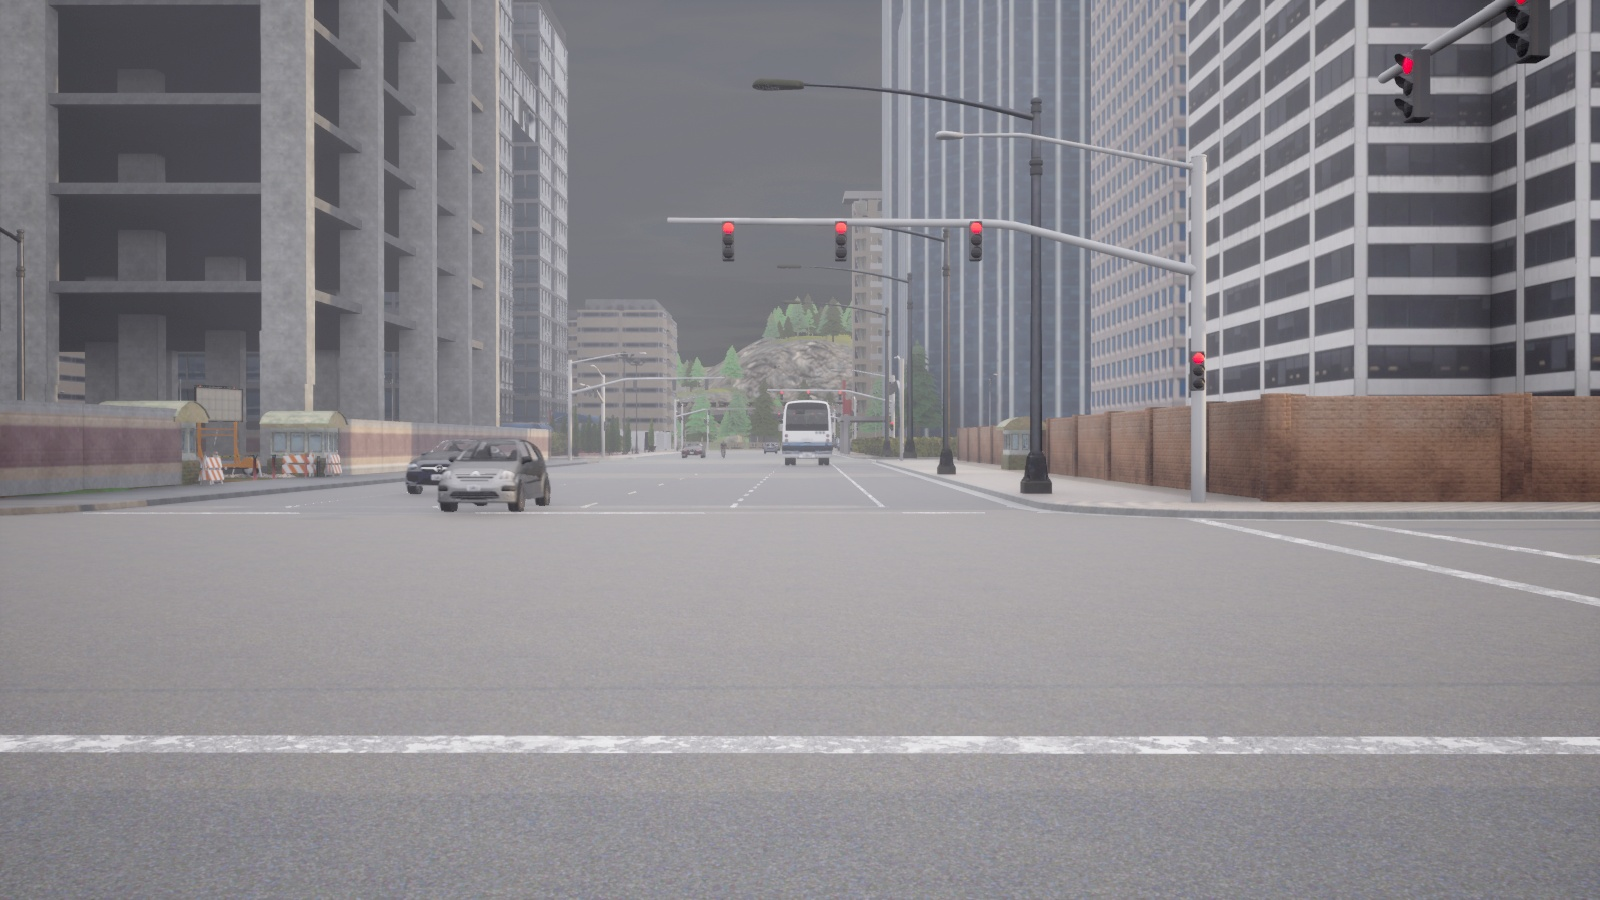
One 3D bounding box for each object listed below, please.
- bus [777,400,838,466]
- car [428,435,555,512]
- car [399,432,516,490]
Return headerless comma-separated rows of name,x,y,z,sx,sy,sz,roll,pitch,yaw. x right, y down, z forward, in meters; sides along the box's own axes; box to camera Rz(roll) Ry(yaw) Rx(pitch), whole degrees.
bus,0.487,-1.117,86.421,3.944,4.253,10.273,0,0,0
car,-6.830,0.480,28.236,1.851,1.617,3.988,0,0,0
car,-10.276,0.302,38.136,2.152,1.651,5.027,0,0,0
